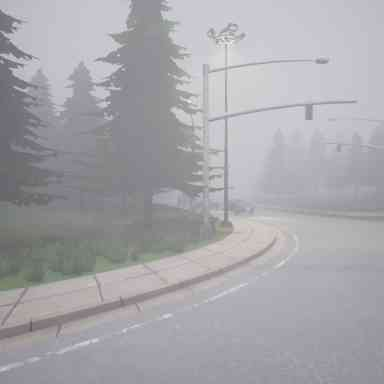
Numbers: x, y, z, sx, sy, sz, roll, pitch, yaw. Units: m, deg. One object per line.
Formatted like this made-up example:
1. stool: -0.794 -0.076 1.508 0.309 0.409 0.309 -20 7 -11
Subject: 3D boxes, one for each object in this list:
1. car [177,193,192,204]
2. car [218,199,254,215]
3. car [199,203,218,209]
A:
1. car: -0.830 1.221 54.060 2.150 2.045 5.566 0 0 -17
2. car: 4.735 1.491 34.265 2.128 1.511 4.902 0 0 -15
3. car: 2.092 1.601 43.907 1.895 1.301 4.718 0 0 -16
